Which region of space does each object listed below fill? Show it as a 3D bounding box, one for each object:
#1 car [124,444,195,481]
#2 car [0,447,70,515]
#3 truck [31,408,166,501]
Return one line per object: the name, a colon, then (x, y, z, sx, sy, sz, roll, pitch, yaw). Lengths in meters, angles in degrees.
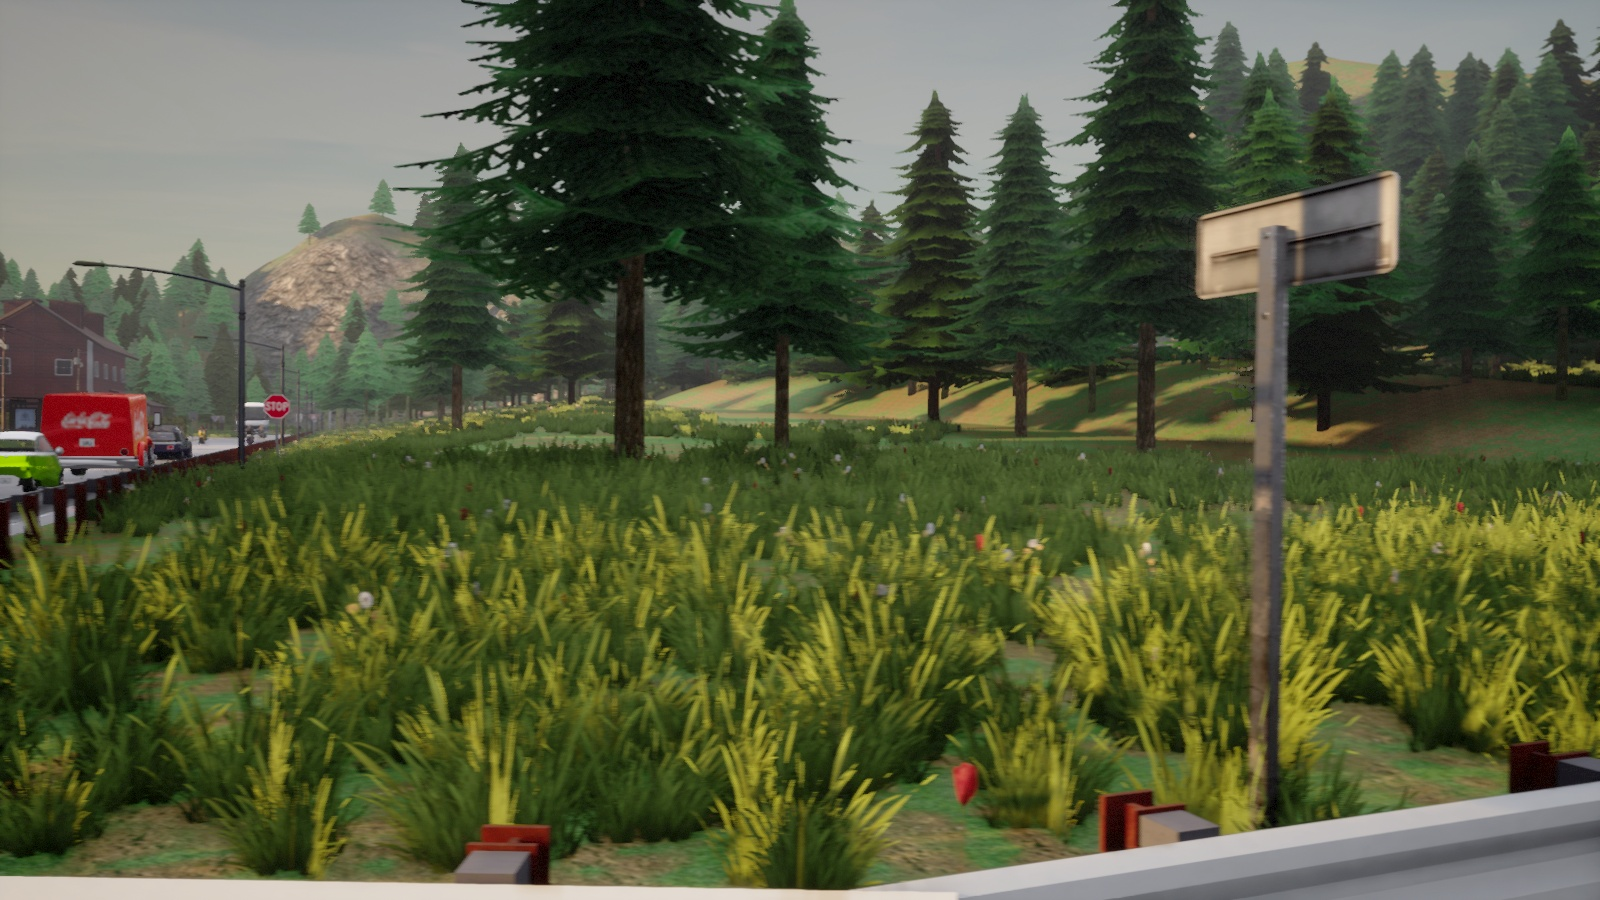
car: (-24.719, 0.451, 48.585, 1.895, 1.301, 4.718, -1, 1, -20)
car: (-16.812, 0.645, 27.080, 1.481, 1.376, 2.207, -1, 1, -20)
truck: (-20.388, 0.018, 36.787, 2.627, 2.467, 5.204, -1, 3, -20)
